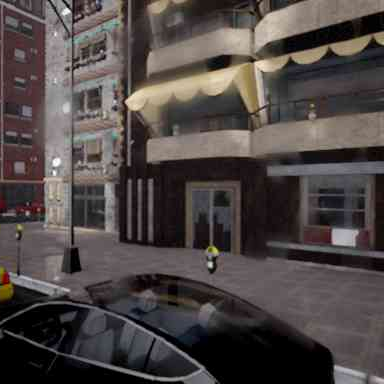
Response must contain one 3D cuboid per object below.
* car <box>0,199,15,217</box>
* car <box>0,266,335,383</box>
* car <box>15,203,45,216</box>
[{"bbox_3d":[-20.445,1.576,32.082,2.192,1.841,5.009,-1,-2,35],"label":"car"},{"bbox_3d":[-0.795,1.564,3.439,4.313,1.339,1.947,0,0,35],"label":"car"},{"bbox_3d":[-17.156,1.909,36.725,1.887,1.381,4.507,-1,-2,35],"label":"car"}]
